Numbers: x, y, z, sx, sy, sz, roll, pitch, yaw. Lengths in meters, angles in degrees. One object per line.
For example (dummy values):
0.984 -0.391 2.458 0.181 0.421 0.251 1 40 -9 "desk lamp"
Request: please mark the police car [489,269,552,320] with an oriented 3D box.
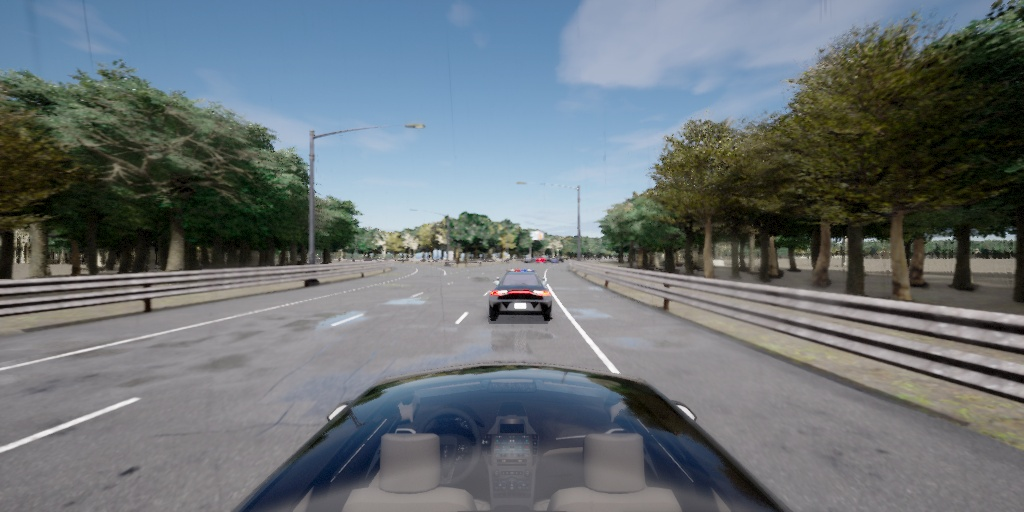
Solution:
0.312 1.254 12.705 2.038 1.542 4.974 0 0 2 "police car"
